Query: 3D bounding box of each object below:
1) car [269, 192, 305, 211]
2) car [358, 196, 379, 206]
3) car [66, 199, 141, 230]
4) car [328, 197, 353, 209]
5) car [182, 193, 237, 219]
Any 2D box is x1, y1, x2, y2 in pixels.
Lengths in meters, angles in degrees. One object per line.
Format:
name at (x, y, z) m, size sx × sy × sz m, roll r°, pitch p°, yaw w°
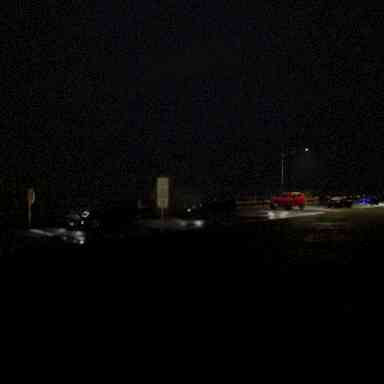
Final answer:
car at (11.171, 1.071, 38.709) m, size 2.150 × 2.045 × 5.566 m, roll 1°, pitch 1°, yaw 44°
car at (27.472, 1.347, 51.647) m, size 1.882 × 1.535 × 5.008 m, roll 1°, pitch 1°, yaw 43°
car at (-5.381, 1.245, 20.658) m, size 2.097 × 1.767 × 4.553 m, roll 1°, pitch 1°, yaw 40°
car at (19.192, 1.379, 42.953) m, size 2.128 × 1.511 × 4.902 m, roll 1°, pitch 1°, yaw 43°
car at (1.643, 1.095, 28.449) m, size 2.150 × 2.045 × 5.566 m, roll 1°, pitch 1°, yaw 43°
